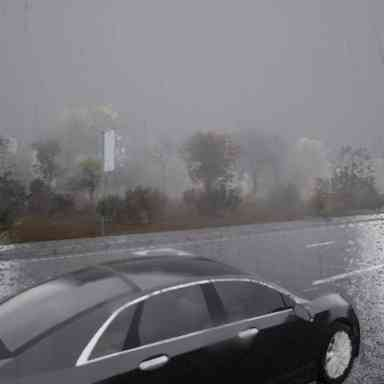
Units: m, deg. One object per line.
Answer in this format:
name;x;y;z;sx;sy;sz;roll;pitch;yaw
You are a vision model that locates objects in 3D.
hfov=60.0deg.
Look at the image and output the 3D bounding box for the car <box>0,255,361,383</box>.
car;-0.024;1.503;3.730;4.892;1.490;1.837;0;0;-35
